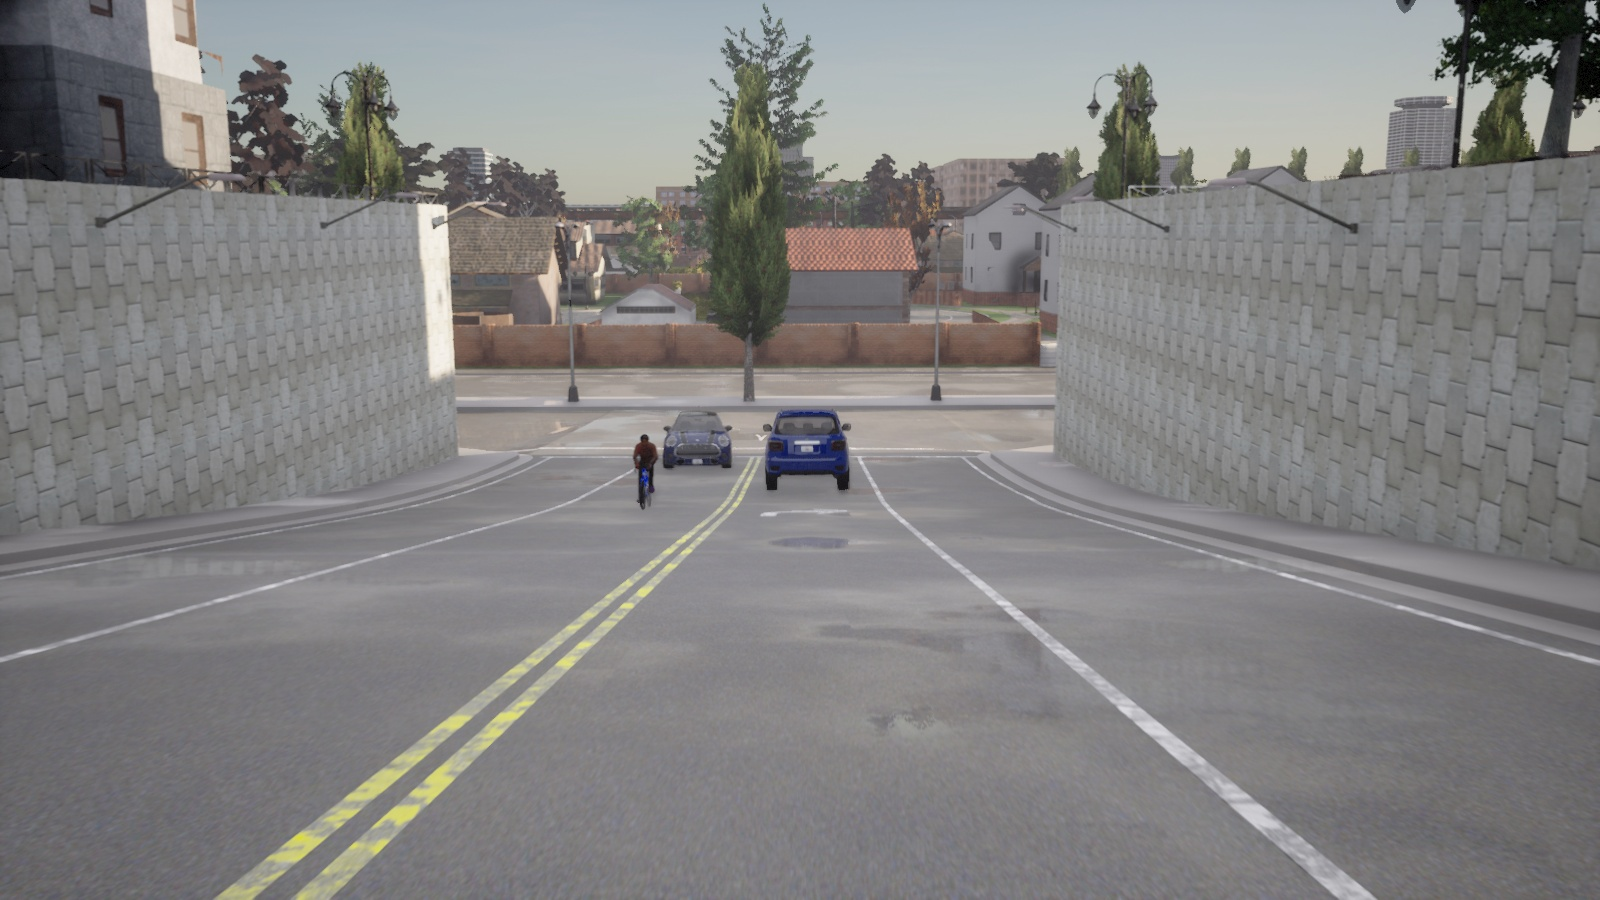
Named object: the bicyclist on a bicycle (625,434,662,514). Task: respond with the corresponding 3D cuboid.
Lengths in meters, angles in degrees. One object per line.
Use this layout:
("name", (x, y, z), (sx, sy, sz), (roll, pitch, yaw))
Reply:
("bicyclist on a bicycle", (-3.336, 0.489, 26.851), (0.582, 1.620, 1.656), (0, 2, 0))

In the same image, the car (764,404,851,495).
("car", (0.202, -0.113, 33.780), (2.150, 2.045, 5.566), (0, 4, 0))

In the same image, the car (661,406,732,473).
("car", (-3.264, -0.404, 40.046), (2.097, 1.767, 4.553), (0, 5, -4))
